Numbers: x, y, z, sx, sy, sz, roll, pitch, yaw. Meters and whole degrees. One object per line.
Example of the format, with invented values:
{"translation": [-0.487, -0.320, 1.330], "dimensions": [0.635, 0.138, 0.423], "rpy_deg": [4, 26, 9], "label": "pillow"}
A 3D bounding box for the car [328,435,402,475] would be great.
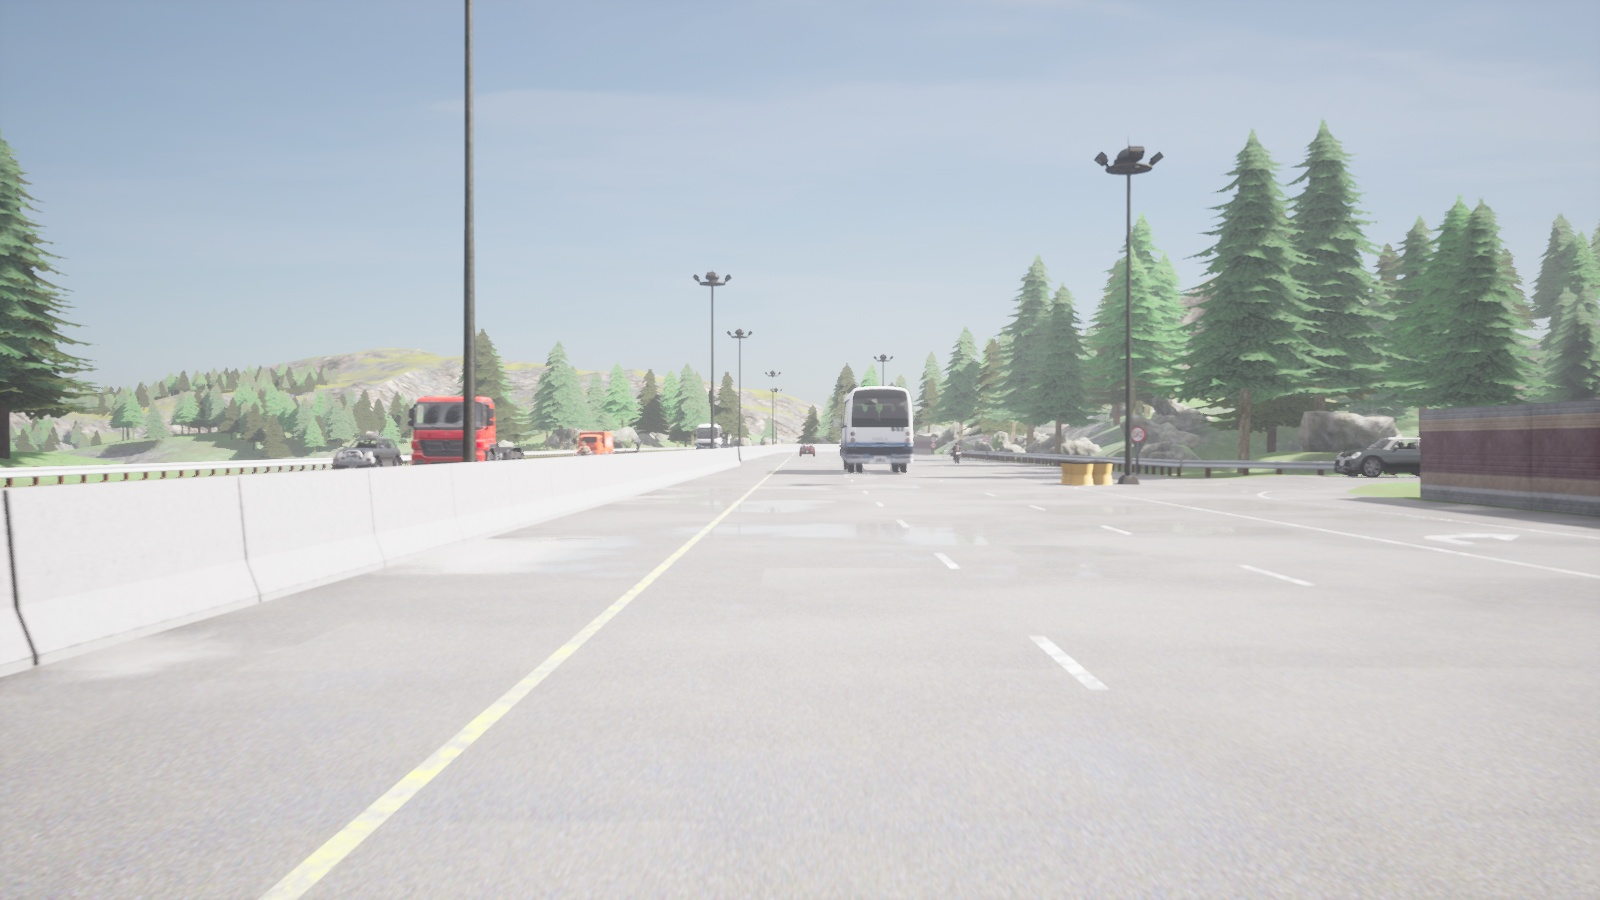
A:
{"translation": [-20.640, 0.211, 59.758], "dimensions": [1.932, 1.855, 4.605], "rpy_deg": [0, 0, 0], "label": "car"}

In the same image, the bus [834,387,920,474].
{"translation": [3.898, -0.998, 66.184], "dimensions": [3.944, 4.253, 10.273], "rpy_deg": [0, 1, 0], "label": "bus"}

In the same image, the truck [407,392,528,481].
{"translation": [-13.681, -0.541, 52.423], "dimensions": [2.891, 3.462, 7.936], "rpy_deg": [0, 0, 0], "label": "truck"}

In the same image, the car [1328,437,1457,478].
{"translation": [21.849, 0.273, 46.420], "dimensions": [3.806, 1.475, 1.970], "rpy_deg": [0, 0, 0], "label": "car"}
